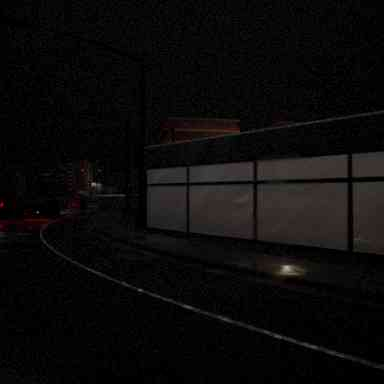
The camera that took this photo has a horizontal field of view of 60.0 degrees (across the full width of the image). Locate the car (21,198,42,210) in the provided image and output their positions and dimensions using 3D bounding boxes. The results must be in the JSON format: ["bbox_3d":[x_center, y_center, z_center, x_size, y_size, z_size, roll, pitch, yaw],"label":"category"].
[{"bbox_3d":[-20.756,1.546,42.971,1.994,1.385,4.181,0,0,-33],"label":"car"}]

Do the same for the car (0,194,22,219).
[{"bbox_3d":[-16.725,1.221,29.298,2.150,2.045,5.566,0,0,-11],"label":"car"}]

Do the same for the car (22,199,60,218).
[{"bbox_3d":[-13.342,1.491,30.214,2.128,1.511,4.902,0,0,-11],"label":"car"}]

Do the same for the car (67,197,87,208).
[{"bbox_3d":[-16.102,1.458,46.746,1.882,1.535,5.008,0,0,-7],"label":"car"}]
